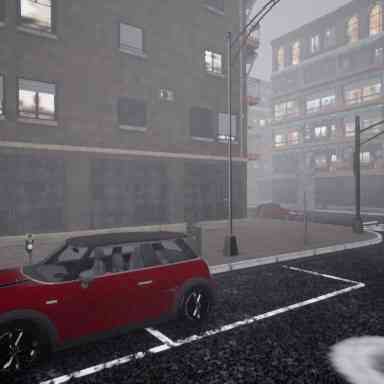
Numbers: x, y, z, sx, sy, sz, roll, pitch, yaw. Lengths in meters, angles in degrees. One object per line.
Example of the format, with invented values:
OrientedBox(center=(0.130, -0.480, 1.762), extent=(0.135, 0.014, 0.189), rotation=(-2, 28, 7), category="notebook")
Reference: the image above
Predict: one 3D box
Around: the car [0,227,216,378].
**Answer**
OrientedBox(center=(-1.645, 1.440, 5.446), extent=(4.097, 1.590, 1.967), rotation=(0, 0, -35), category="car")

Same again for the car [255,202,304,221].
OrientedBox(center=(6.835, 1.472, 26.225), extent=(1.802, 1.307, 4.206), rotation=(0, 0, -35), category="car")
